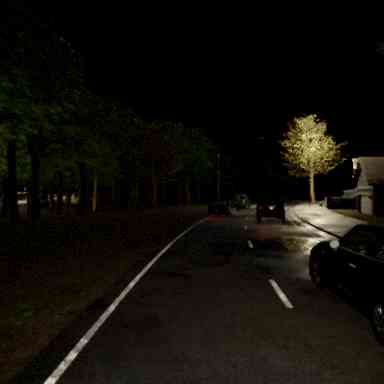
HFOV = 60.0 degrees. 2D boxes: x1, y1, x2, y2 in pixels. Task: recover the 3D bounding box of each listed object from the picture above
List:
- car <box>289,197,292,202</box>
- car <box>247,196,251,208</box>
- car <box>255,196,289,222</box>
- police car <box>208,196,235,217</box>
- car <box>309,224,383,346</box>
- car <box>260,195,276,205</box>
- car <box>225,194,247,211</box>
[{"bbox_3d":[22.212,1.621,78.663,2.128,1.511,4.902,0,-1,32],"label":"car"},{"bbox_3d":[7.135,1.332,48.466,2.150,2.045,5.566,0,0,19],"label":"car"},{"bbox_3d":[6.454,1.314,27.544,2.150,2.045,5.566,0,0,11],"label":"car"},{"bbox_3d":[2.827,1.516,33.221,1.930,1.638,5.238,0,0,13],"label":"police car"},{"bbox_3d":[3.891,1.386,6.452,2.097,1.767,4.553,0,0,3],"label":"car"},{"bbox_3d":[14.819,1.479,64.872,2.097,1.767,4.553,0,0,26],"label":"car"},{"bbox_3d":[5.329,1.325,42.772,2.150,2.045,5.566,0,0,16],"label":"car"}]
